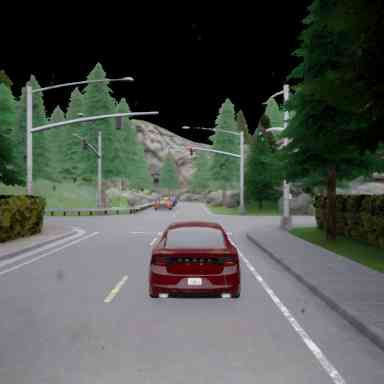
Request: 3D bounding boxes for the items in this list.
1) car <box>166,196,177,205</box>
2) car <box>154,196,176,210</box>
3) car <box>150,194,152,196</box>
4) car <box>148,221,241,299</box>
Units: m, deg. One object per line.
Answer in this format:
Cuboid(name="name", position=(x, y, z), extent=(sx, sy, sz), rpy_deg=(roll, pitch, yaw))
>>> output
Cuboid(name="car", position=(-3.794, 1.477, 61.945), extent=(1.882, 1.535, 5.008), rpy_deg=(0, 0, -6))
Cuboid(name="car", position=(-3.583, 1.352, 42.629), extent=(2.097, 1.767, 4.553), rpy_deg=(0, 0, 0))
Cuboid(name="car", position=(-10.993, 1.355, 79.667), extent=(4.553, 1.767, 2.097), rpy_deg=(0, 0, 24))
Cuboid(name="car", position=(0.069, 1.478, 8.527), extent=(1.882, 1.535, 5.008), rpy_deg=(0, 0, 0))
